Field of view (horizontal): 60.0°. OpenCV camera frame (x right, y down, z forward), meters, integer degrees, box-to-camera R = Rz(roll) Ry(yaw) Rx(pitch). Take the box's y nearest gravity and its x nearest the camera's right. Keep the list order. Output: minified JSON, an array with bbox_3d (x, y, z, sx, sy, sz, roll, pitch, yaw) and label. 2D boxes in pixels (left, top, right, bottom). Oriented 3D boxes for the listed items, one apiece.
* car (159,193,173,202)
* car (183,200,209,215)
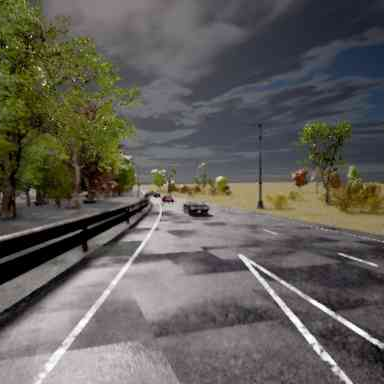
[{"bbox_3d":[-4.743,1.271,63.958,1.994,1.385,4.181,0,0,-9],"label":"car"},{"bbox_3d":[0.301,1.447,31.676,1.895,1.301,4.718,0,0,-9],"label":"car"}]
